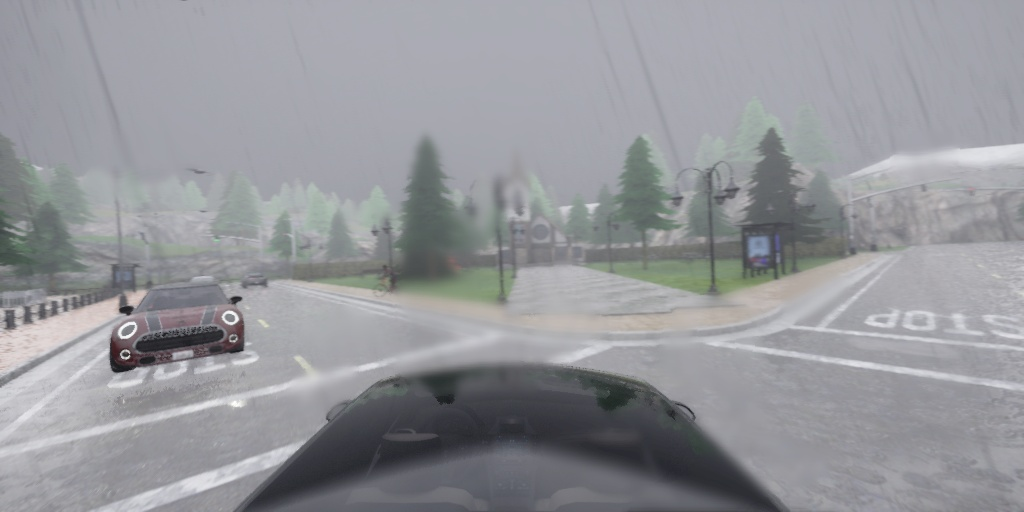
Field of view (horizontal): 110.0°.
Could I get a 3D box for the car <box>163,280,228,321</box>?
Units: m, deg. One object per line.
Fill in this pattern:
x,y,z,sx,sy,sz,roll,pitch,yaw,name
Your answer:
-14.629,1.964,16.721,1.994,1.385,4.181,-3,0,-40,car

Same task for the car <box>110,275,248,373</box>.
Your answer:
-8.087,1.464,8.937,2.097,1.767,4.553,-3,0,-40,car

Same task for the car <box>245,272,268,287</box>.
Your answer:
-25.075,2.318,34.843,2.128,1.511,4.902,-3,0,-40,car

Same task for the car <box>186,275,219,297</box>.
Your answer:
-24.871,2.376,28.910,1.812,1.442,4.674,-3,0,-40,car

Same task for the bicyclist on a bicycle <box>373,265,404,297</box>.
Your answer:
-6.355,1.270,18.485,1.656,1.620,0.582,-4,1,-40,bicyclist on a bicycle
